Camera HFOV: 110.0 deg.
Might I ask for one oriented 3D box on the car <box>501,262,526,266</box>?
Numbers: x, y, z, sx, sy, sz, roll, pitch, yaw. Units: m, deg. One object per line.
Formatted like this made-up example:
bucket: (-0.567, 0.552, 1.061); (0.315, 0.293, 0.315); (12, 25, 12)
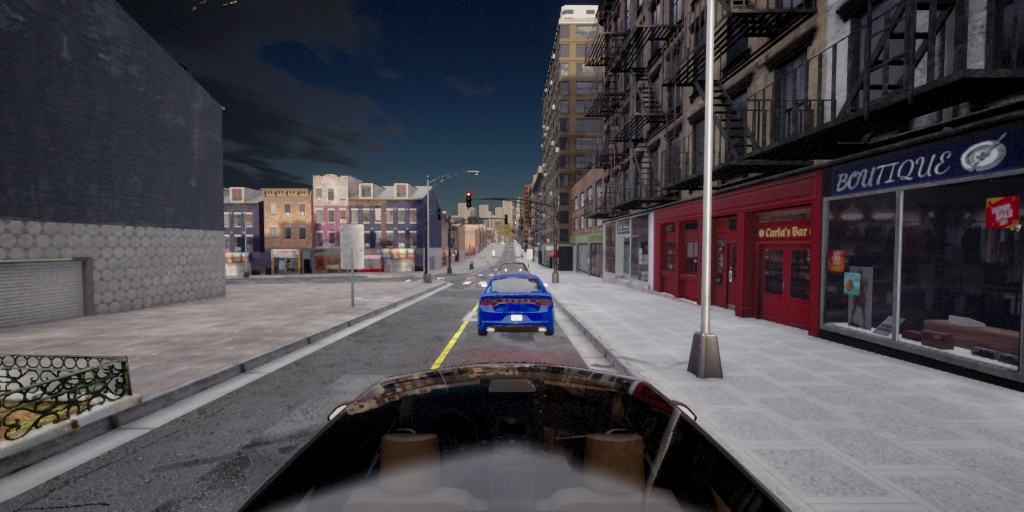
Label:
car: (0.056, 1.109, 20.465); (2.097, 1.767, 4.553); (0, 0, 0)

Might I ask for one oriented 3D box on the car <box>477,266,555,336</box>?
car: (0.088, 1.229, 10.472); (1.882, 1.535, 5.008); (0, 0, 0)
